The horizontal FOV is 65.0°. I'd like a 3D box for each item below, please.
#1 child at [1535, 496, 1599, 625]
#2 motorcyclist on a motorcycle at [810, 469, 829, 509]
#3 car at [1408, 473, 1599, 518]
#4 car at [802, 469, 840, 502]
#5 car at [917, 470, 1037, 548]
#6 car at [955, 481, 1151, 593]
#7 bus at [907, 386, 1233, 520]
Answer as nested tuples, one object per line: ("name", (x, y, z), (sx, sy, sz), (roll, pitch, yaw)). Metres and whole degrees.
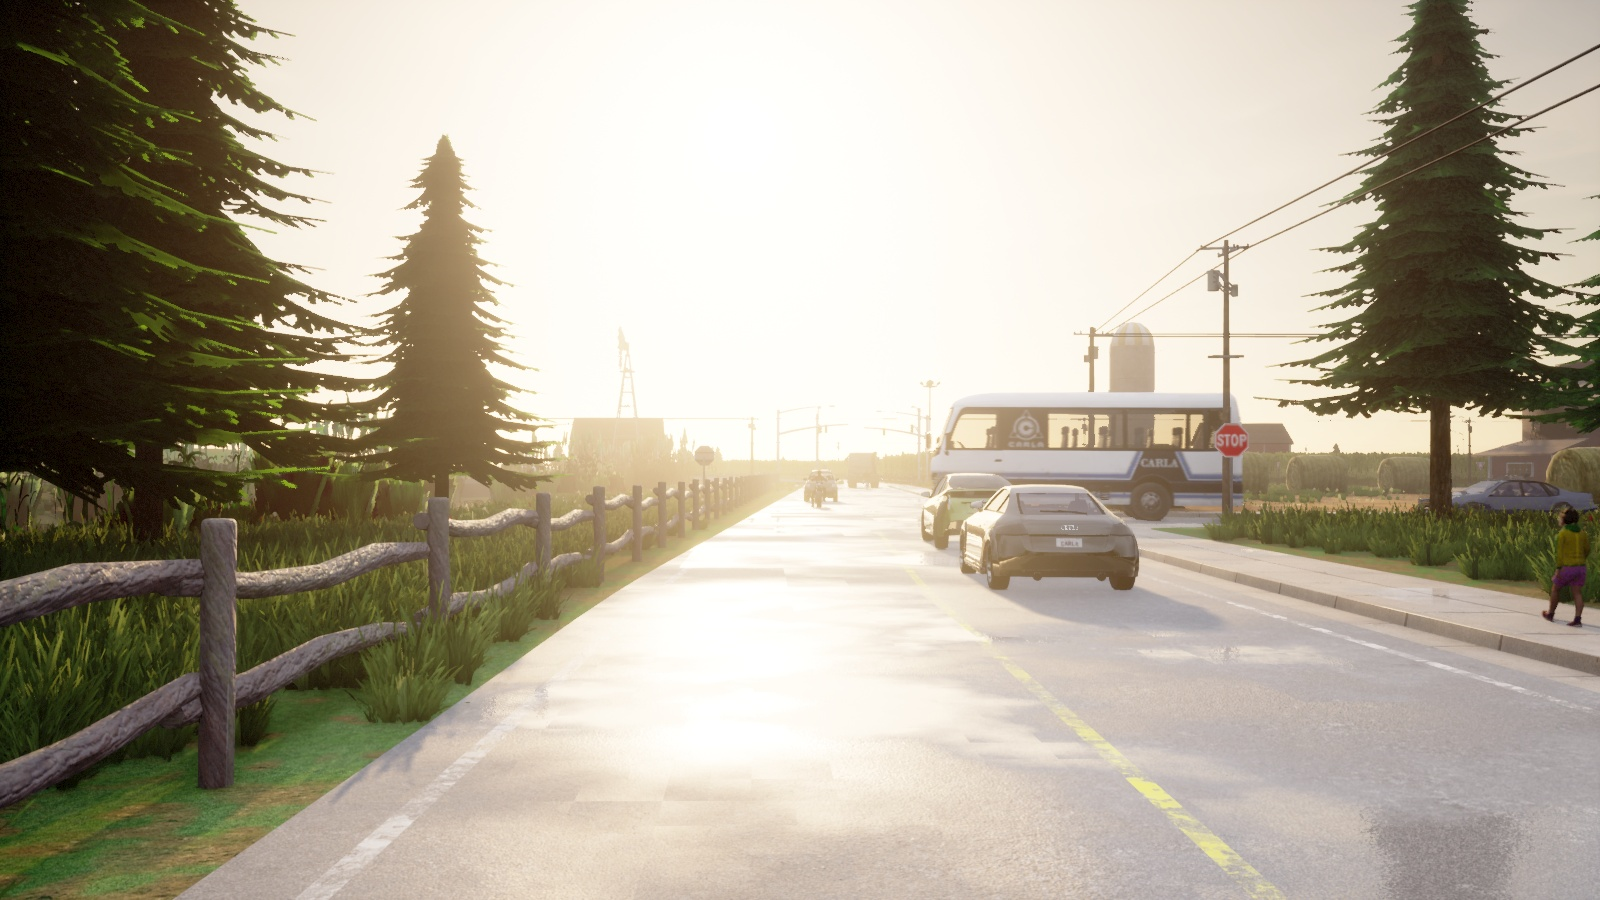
("child", (7.143, 1.013, 11.690), (0.299, 1.160, 0.473), (0, -1, -2))
("motorcyclist on a motorcycle", (0.838, 1.656, 53.898), (0.766, 1.649, 2.350), (0, -1, 1))
("car", (23.362, 1.494, 41.689), (5.357, 1.411, 2.033), (0, -1, -1))
("car", (1.092, 1.772, 63.970), (1.851, 1.617, 3.988), (0, -1, 1))
("car", (3.652, 1.185, 26.666), (2.007, 1.525, 4.514), (0, -1, 1))
("car", (3.463, 1.159, 18.025), (1.994, 1.385, 4.181), (0, -1, 1))
("bus", (8.828, 0.131, 42.254), (10.273, 4.253, 3.944), (0, -1, 7))
